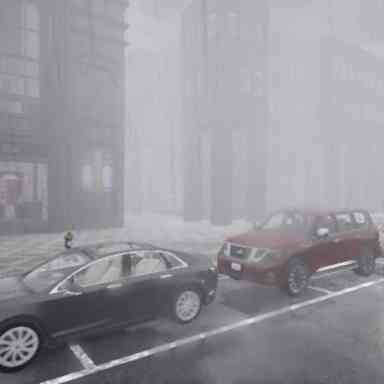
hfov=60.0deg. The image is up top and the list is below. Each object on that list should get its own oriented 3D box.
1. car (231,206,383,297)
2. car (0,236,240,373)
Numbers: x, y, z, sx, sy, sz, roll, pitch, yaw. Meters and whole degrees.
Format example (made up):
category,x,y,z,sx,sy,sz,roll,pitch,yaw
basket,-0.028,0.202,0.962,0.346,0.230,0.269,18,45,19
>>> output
category,x,y,z,sx,sy,sz,roll,pitch,yaw
car,3.026,1.332,8.805,5.009,1.841,2.192,0,0,-35
car,-1.549,1.556,5.543,4.403,1.369,2.008,0,0,-35
